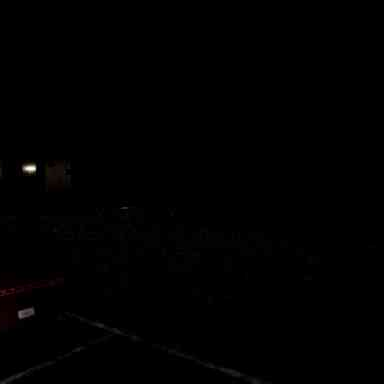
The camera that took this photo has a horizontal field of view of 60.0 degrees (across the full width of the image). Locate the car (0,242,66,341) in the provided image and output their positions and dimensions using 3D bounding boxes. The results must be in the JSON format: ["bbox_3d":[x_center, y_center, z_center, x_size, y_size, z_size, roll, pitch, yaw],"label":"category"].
[{"bbox_3d":[-4.100,1.536,5.900,4.507,1.381,1.887,0,0,36],"label":"car"}]
